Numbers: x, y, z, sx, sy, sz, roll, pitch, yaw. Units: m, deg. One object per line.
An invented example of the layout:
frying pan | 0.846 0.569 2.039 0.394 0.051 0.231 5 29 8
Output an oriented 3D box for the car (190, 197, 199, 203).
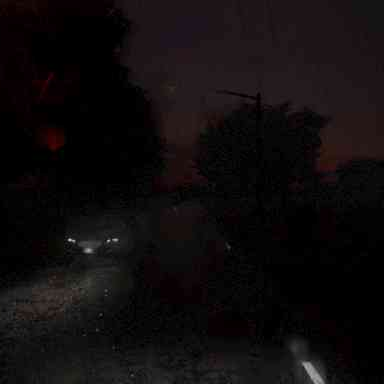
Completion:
car | 1.047 2.286 94.413 1.801 1.575 5.366 0 -1 0

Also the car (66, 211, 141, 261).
car | -3.101 1.495 12.449 2.128 1.511 4.902 0 0 0

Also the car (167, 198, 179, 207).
car | -3.055 1.688 54.960 2.033 1.411 5.357 0 0 1
